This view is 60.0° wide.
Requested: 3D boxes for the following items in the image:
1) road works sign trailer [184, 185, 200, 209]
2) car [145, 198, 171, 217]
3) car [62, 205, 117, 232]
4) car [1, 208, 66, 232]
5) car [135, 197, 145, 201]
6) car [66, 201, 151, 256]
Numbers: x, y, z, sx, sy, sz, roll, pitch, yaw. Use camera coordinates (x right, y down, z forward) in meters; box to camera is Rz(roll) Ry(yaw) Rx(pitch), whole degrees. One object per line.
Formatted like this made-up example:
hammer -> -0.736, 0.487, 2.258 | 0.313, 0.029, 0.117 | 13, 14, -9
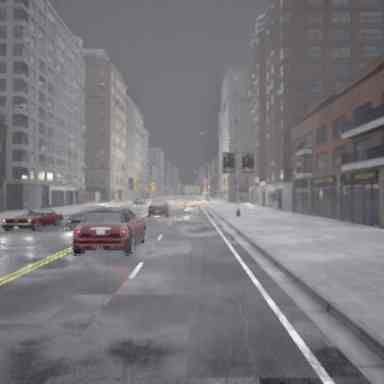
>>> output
road works sign trailer -> 0.006, 0.684, 47.578 | 2.380, 3.560, 2.880 | 0, 0, 0
car -> -3.134, 1.627, 32.667 | 1.882, 1.535, 5.008 | 0, 0, 0
car -> -6.597, 1.649, 22.178 | 2.033, 1.411, 5.357 | 0, 0, 0
car -> -9.847, 1.696, 20.857 | 1.895, 1.301, 4.718 | 0, 0, 0
car -> -9.762, 1.798, 62.362 | 1.837, 1.490, 4.892 | 0, 0, 0
car -> -3.148, 1.414, 13.588 | 2.097, 1.767, 4.553 | 0, 0, 0
